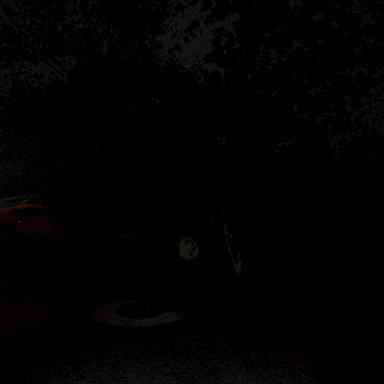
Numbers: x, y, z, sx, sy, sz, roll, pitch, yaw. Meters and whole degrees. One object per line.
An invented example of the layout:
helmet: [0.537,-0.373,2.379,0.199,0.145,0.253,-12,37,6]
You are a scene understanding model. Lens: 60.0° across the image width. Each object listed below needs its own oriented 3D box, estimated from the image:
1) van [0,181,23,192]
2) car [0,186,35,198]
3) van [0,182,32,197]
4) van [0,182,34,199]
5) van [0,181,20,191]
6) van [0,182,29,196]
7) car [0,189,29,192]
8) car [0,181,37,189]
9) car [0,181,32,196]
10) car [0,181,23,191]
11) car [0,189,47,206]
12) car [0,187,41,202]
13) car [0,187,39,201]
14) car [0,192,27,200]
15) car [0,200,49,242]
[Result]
van: [-34.647,-0.970,63.140,4.442,1.987,1.878,1,1,-30]
car: [-23.544,-0.012,43.838,5.008,1.535,2.097,1,1,-30]
van: [-24.833,-0.327,46.281,4.442,1.987,1.878,1,1,-30]
van: [-22.234,-0.145,41.369,4.442,1.987,1.878,1,2,-31]
van: [-40.218,-1.335,72.711,4.442,1.987,1.878,1,1,-30]
van: [-26.428,-0.422,48.557,4.442,1.987,1.878,1,1,-30]
car: [-12.575,0.845,24.611,5.366,1.575,1.946,1,2,-30]
car: [-15.165,0.370,29.496,5.566,2.045,2.435,1,2,-30]
car: [-27.743,-0.537,50.993,5.566,2.045,2.435,1,1,-30]
car: [-38.949,-1.271,70.244,5.566,2.045,2.435,1,1,-30]
car: [-16.616,0.534,31.866,4.792,1.488,2.163,1,2,-30]
car: [-19.413,0.308,36.787,4.792,1.488,2.163,1,2,-30]
car: [-20.740,0.209,39.067,4.792,1.488,2.163,1,1,-30]
car: [-8.270,1.067,17.648,4.553,1.767,2.185,1,2,-30]
car: [-6.913,1.307,15.240,5.008,1.535,2.097,1,2,-30]
